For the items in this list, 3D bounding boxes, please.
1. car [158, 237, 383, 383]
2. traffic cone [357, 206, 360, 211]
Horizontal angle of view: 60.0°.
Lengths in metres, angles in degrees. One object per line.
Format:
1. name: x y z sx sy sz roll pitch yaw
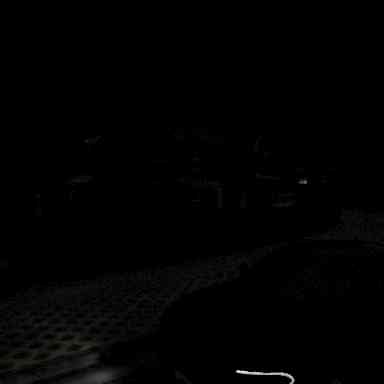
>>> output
1. car: 1.878 1.465 4.618 5.008 1.535 1.882 0 0 -38
2. traffic cone: 18.349 1.843 36.640 0.340 0.580 0.340 0 0 9
